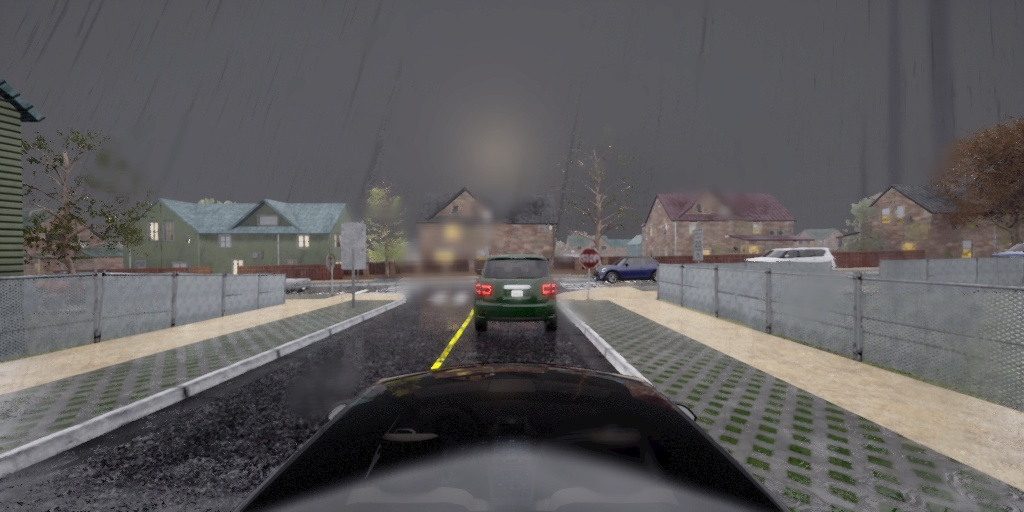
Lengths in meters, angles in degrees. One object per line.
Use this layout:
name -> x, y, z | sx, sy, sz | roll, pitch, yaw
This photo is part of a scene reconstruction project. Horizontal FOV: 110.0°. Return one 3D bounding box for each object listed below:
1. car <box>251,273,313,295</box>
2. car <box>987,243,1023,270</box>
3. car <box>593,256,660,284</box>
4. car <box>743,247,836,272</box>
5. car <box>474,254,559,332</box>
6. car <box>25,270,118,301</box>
car -> -14.606, 1.671, 21.334 | 4.718, 1.301, 1.895 | -1, 1, 0
car -> 35.737, 0.058, 24.254 | 5.566, 2.045, 2.150 | -2, 1, 0
car -> 7.766, 0.854, 24.054 | 4.553, 1.767, 2.097 | -1, 1, -3
car -> 18.584, 0.467, 24.274 | 5.566, 2.045, 2.150 | -1, 1, 0
car -> 0.081, 0.970, 11.057 | 2.150, 2.045, 5.566 | 0, 0, -1
car -> -25.110, 1.672, 21.340 | 4.553, 1.767, 2.097 | -1, 1, 0
